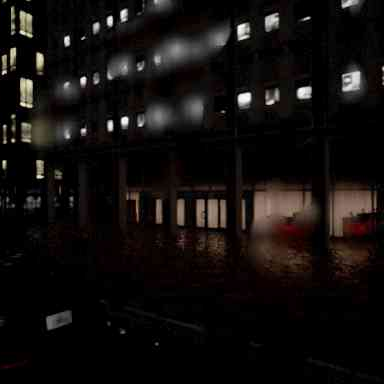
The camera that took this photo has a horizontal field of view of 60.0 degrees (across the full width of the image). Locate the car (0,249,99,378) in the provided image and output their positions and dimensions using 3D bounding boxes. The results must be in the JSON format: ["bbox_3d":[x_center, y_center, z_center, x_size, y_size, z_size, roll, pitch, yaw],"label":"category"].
[{"bbox_3d":[-3.288,1.582,5.222,4.313,1.339,1.947,0,0,36],"label":"car"}]
